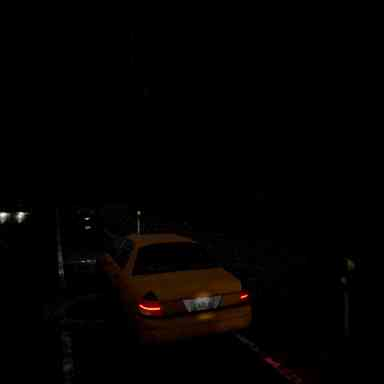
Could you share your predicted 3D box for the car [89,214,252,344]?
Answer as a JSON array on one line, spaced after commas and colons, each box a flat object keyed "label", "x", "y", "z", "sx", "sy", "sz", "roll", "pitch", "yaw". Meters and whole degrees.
[{"label": "car", "x": -0.835, "y": 1.457, "z": 6.777, "sx": 1.801, "sy": 1.575, "sz": 5.366, "roll": 0, "pitch": 0, "yaw": -22}]

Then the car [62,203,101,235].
[{"label": "car", "x": -6.064, "y": 1.552, "z": 18.735, "sx": 2.008, "sy": 1.369, "sz": 4.403, "roll": 0, "pitch": 0, "yaw": -22}]

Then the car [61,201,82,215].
[{"label": "car", "x": -8.163, "y": 1.552, "z": 23.844, "sx": 2.008, "sy": 1.369, "sz": 4.403, "roll": 0, "pitch": 0, "yaw": -22}]

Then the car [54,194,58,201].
[{"label": "car", "x": -31.408, "y": 1.471, "z": 79.659, "sx": 1.967, "sy": 1.590, "sz": 4.097, "roll": 0, "pitch": 0, "yaw": -24}]

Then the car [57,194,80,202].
[{"label": "car", "x": -12.362, "y": 1.317, "z": 34.062, "sx": 2.192, "sy": 1.841, "sz": 5.009, "roll": 0, "pitch": 0, "yaw": -22}]

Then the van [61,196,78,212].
[{"label": "van", "x": -14.462, "y": 1.343, "z": 39.171, "sx": 1.690, "sy": 1.788, "sz": 3.998, "roll": 0, "pitch": 0, "yaw": -22}]

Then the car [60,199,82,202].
[{"label": "car", "x": -10.263, "y": 1.567, "z": 28.953, "sx": 1.947, "sy": 1.339, "sz": 4.313, "roll": 0, "pitch": 0, "yaw": -22}]

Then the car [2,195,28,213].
[{"label": "car", "x": -20.409, "y": 1.479, "z": 38.169, "sx": 1.882, "sy": 1.535, "sz": 5.008, "roll": 0, "pitch": 0, "yaw": -22}]
